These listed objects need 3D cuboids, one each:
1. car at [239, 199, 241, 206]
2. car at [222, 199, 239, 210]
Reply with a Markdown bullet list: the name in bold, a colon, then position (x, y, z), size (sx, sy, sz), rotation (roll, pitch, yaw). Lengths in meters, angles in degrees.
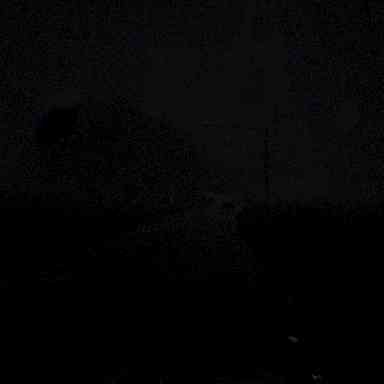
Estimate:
- **car**: position (9.270, 2.081, 69.510), size (2.033, 1.411, 5.357), rotation (0, 0, 8)
- **car**: position (5.655, 1.965, 50.762), size (1.837, 1.490, 4.892), rotation (0, -1, 12)
